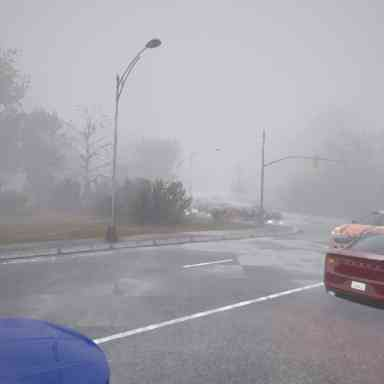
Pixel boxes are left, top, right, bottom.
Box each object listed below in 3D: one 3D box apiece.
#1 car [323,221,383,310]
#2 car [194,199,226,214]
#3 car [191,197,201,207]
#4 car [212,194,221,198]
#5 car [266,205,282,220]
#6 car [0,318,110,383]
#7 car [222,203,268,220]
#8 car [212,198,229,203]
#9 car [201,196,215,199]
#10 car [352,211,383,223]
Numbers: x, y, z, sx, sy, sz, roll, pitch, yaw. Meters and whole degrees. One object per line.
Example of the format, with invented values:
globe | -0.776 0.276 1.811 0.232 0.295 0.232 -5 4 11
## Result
car | 4.969 1.555 7.324 5.008 1.535 1.882 1 -1 -35
car | 2.260 2.035 42.791 1.994 1.385 4.181 3 0 -19
car | -0.651 1.703 52.351 2.128 1.511 4.902 2 1 -15
car | 5.863 1.106 79.152 2.033 1.411 5.357 2 2 -1
car | 8.107 2.215 37.267 1.837 1.490 4.892 3 -1 -21
car | -2.889 1.478 1.681 5.008 1.535 1.882 0 0 -36
car | 5.418 2.170 34.592 1.895 1.301 4.718 3 -1 -23
car | 4.631 2.104 46.478 2.033 1.411 5.357 3 1 -18
car | 1.916 1.730 56.505 1.837 1.490 4.892 2 2 -12
car | 7.628 1.559 13.192 4.553 1.767 2.097 2 -1 -29
